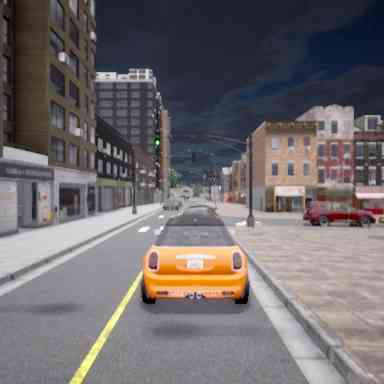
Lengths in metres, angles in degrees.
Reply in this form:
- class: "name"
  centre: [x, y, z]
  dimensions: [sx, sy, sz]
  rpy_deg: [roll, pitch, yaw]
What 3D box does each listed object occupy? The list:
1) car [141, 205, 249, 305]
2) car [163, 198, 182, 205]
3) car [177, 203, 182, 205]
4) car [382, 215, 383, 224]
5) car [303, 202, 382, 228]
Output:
- class: "car"
  centre: [0.071, 1.357, 8.283]
  dimensions: [2.097, 1.767, 4.553]
  rpy_deg: [0, 0, 0]
- class: "car"
  centre: [-2.835, 1.610, 45.456]
  dimensions: [2.097, 1.767, 4.553]
  rpy_deg: [0, -1, 0]
- class: "car"
  centre: [0.606, 1.561, 20.046]
  dimensions: [1.837, 1.490, 4.892]
  rpy_deg: [0, 0, 12]
- class: "car"
  centre: [16.529, 1.978, 24.706]
  dimensions: [4.829, 1.417, 1.752]
  rpy_deg: [1, -1, 0]
- class: "car"
  centre: [10.818, 1.663, 24.721]
  dimensions: [5.009, 1.841, 2.192]
  rpy_deg: [1, -1, 0]
